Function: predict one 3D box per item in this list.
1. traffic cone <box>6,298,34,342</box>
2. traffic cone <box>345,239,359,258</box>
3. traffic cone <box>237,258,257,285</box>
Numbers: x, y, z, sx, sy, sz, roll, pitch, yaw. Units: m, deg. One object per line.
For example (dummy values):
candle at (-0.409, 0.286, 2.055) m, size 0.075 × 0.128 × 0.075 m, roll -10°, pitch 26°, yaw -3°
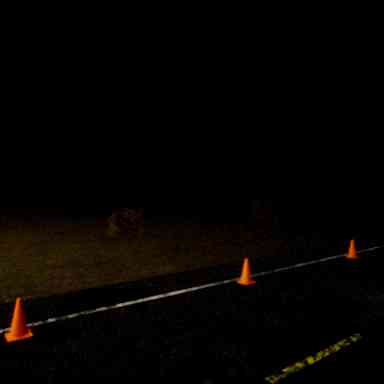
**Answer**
traffic cone at (-2.697, 1.953, 5.199) m, size 0.340 × 0.580 × 0.340 m, roll -1°, pitch 0°, yaw -36°
traffic cone at (5.342, 1.874, 11.066) m, size 0.340 × 0.580 × 0.340 m, roll -1°, pitch 0°, yaw -37°
traffic cone at (1.335, 1.914, 8.116) m, size 0.340 × 0.580 × 0.340 m, roll -1°, pitch 0°, yaw -36°
